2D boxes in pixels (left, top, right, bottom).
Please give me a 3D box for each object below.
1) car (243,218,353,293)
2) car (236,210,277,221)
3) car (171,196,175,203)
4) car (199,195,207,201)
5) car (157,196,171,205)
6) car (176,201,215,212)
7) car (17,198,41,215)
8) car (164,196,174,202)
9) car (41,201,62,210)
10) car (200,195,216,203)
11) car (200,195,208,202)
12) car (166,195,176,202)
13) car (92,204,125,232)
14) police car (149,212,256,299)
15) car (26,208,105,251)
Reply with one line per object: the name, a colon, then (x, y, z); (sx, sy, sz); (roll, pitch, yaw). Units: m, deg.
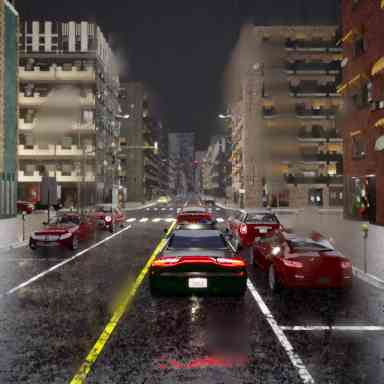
car: (2.600, 1.584, 8.592); (1.802, 1.307, 4.206); (1, 0, 0)
car: (2.620, 1.444, 14.141); (1.967, 1.590, 4.097); (1, 0, 0)
car: (-5.084, 1.537, 69.078); (1.752, 1.417, 4.829); (1, 0, 0)
car: (2.851, 1.564, 86.265); (2.008, 1.369, 4.403); (1, 0, 0)
car: (-5.121, 1.536, 57.736); (1.752, 1.417, 4.829); (1, 0, 0)
car: (0.125, 1.482, 19.036); (1.882, 1.535, 5.008); (0, 0, 0)
car: (-17.463, 1.241, 31.244); (5.009, 1.841, 2.192); (0, -1, 0)
car: (-5.066, 1.578, 74.919); (1.947, 1.339, 4.313); (1, 0, 0)
car: (-17.499, 1.591, 39.120); (4.313, 1.339, 1.947); (0, -1, 0)
car: (2.741, 1.560, 52.240); (2.008, 1.369, 4.403); (1, 0, 0)
car: (2.833, 1.557, 80.594); (1.887, 1.381, 4.507); (1, 0, 0)
car: (-5.047, 1.557, 80.590); (1.887, 1.381, 4.507); (1, 0, 0)
car: (-5.251, 1.445, 19.693); (1.967, 1.590, 4.097); (1, 0, 0)
police car: (0.124, 1.507, 8.575); (2.038, 1.542, 4.974); (0, 0, 0)
car: (-5.267, 1.585, 14.144); (1.802, 1.307, 4.206); (1, 0, 0)
